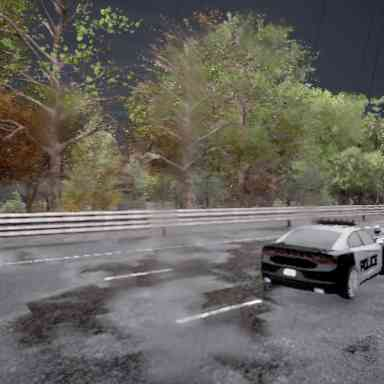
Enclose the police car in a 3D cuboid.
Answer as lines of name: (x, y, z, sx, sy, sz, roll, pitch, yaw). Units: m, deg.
police car: (3.820, 1.539, 8.890, 1.930, 1.638, 5.238, 0, -1, 43)
